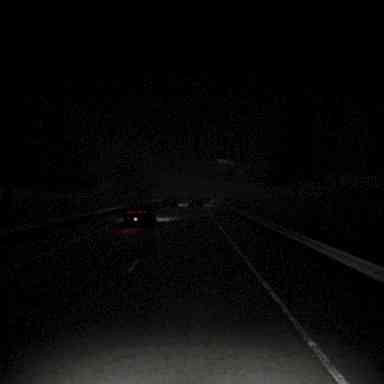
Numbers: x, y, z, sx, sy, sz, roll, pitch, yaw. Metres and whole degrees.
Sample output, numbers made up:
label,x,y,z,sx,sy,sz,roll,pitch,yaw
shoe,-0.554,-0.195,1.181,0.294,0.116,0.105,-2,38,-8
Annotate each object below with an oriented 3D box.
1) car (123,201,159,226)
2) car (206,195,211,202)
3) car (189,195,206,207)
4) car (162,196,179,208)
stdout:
label,x,y,z,sx,sy,sz,roll,pitch,yaw
car,-3.446,1.415,22.695,1.837,1.490,4.892,0,0,0
car,2.593,1.281,65.059,1.895,1.301,4.718,0,0,8
car,0.586,1.310,45.236,1.812,1.442,4.674,0,0,5
car,-2.912,1.296,45.282,2.128,1.511,4.902,0,0,5
